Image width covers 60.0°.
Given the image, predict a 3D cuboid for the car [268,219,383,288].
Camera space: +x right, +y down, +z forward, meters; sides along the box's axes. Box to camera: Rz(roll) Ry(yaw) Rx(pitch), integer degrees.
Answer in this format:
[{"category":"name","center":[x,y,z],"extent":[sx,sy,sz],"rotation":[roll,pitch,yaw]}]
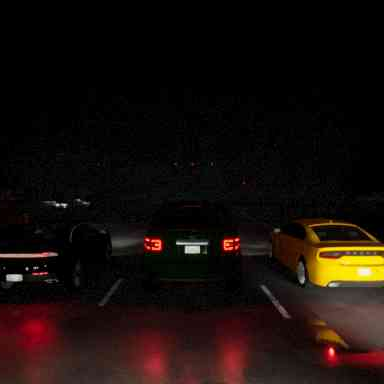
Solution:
[{"category":"car","center":[3.475,1.468,9.211],"extent":[1.882,1.535,5.008],"rotation":[0,0,0]}]

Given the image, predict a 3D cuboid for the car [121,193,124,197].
[{"category":"car","center":[-19.919,1.106,92.821],"extent":[2.033,1.411,5.357],"rotation":[0,0,-7]}]

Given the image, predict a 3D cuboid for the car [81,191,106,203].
[{"category":"car","center":[-18.548,0.956,62.897],"extent":[2.150,2.045,5.566],"rotation":[0,0,-1]}]

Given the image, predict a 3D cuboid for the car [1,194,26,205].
[{"category":"car","center":[-28.931,1.132,54.041],"extent":[2.097,1.767,4.553],"rotation":[0,0,-1]}]

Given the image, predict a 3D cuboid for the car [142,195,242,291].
[{"category":"car","center":[-0.014,1.212,9.157],"extent":[2.150,2.045,5.566],"rotation":[0,0,0]}]

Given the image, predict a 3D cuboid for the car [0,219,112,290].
[{"category":"car","center":[-3.522,1.482,9.012],"extent":[2.128,1.511,4.902],"rotation":[0,0,0]}]

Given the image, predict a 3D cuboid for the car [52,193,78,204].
[{"category":"car","center":[-21.988,1.323,57.684],"extent":[1.994,1.385,4.181],"rotation":[0,0,-1]}]

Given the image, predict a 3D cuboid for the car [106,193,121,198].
[{"category":"car","center":[-18.773,1.189,77.869],"extent":[2.033,1.411,5.357],"rotation":[0,0,-1]}]

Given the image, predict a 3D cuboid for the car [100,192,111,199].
[{"category":"car","center":[-22.752,0.948,87.870],"extent":[2.097,1.767,4.553],"rotation":[0,0,-4]}]

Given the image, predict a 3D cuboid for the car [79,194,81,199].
[{"category":"car","center":[-22.179,0.903,72.553],"extent":[2.150,2.045,5.566],"rotation":[0,0,-1]}]

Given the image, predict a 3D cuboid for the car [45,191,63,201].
[{"category":"car","center":[-29.150,0.912,70.839],"extent":[2.150,2.045,5.566],"rotation":[0,0,-1]}]
